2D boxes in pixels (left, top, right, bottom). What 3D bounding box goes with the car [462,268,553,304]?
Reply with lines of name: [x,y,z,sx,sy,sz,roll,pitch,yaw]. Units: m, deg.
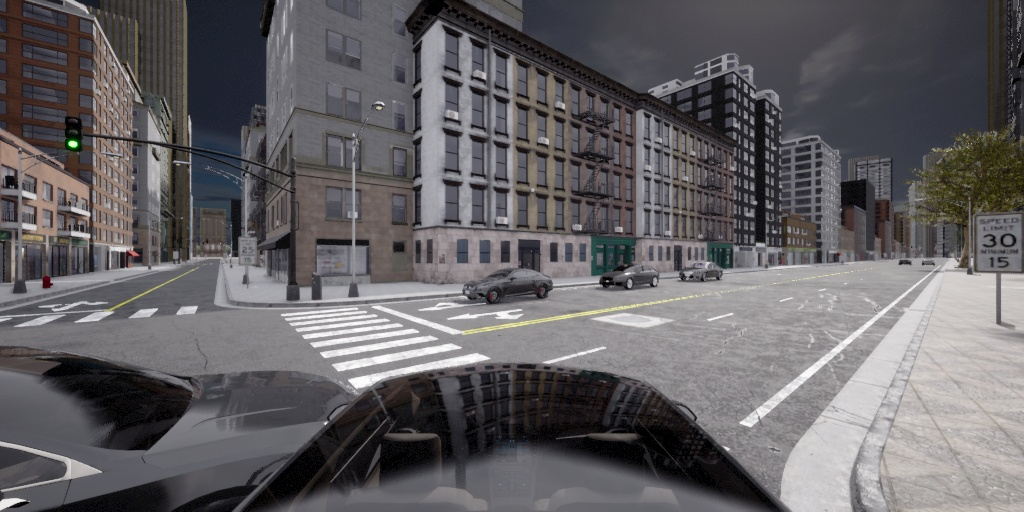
car: [-0.087,1.286,16.720,4.674,1.442,1.812,0,0,-39]

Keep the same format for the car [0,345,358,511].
car: [-3.227,1.257,1.739,4.892,1.490,1.837,0,0,-35]

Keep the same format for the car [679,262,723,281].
car: [15.576,1.236,29.462,4.902,1.511,2.128,0,0,-39]

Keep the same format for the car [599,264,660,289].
car: [7.586,1.258,22.968,4.892,1.490,1.837,0,0,-39]
